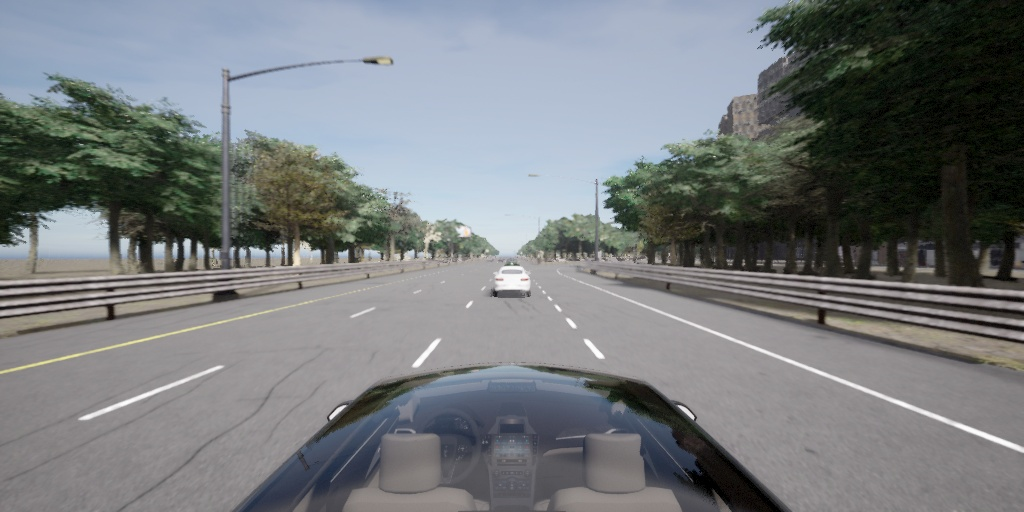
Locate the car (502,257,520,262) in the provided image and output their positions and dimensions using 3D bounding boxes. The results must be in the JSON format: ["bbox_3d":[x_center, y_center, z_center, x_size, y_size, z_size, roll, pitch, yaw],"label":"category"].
[{"bbox_3d":[0.024,1.057,49.398,2.097,1.767,4.553,0,0,0],"label":"car"}]

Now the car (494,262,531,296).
[{"bbox_3d":[0.007,1.260,19.083,1.812,1.442,4.674,0,0,0],"label":"car"}]
